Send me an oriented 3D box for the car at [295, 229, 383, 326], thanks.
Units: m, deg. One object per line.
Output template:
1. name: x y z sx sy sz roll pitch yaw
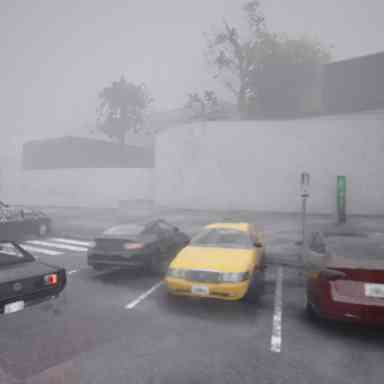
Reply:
1. car: 3.352 1.520 7.124 2.163 1.488 4.792 0 -1 15

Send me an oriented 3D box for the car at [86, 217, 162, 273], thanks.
1. car: -1.513 1.525 10.554 2.002 1.452 4.674 0 -1 15

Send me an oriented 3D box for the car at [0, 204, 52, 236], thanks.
1. car: -8.784 1.497 15.756 2.231 1.521 4.892 0 -1 15

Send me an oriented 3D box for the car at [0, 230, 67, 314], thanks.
1. car: -4.707 1.594 6.734 4.718 1.301 1.895 0 0 35

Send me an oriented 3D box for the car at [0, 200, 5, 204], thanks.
1. car: -11.218 1.252 17.514 2.435 2.045 5.566 0 -1 15

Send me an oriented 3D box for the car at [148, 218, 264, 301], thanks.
1. car: 0.872 1.480 8.647 1.946 1.575 5.366 1 -1 15
